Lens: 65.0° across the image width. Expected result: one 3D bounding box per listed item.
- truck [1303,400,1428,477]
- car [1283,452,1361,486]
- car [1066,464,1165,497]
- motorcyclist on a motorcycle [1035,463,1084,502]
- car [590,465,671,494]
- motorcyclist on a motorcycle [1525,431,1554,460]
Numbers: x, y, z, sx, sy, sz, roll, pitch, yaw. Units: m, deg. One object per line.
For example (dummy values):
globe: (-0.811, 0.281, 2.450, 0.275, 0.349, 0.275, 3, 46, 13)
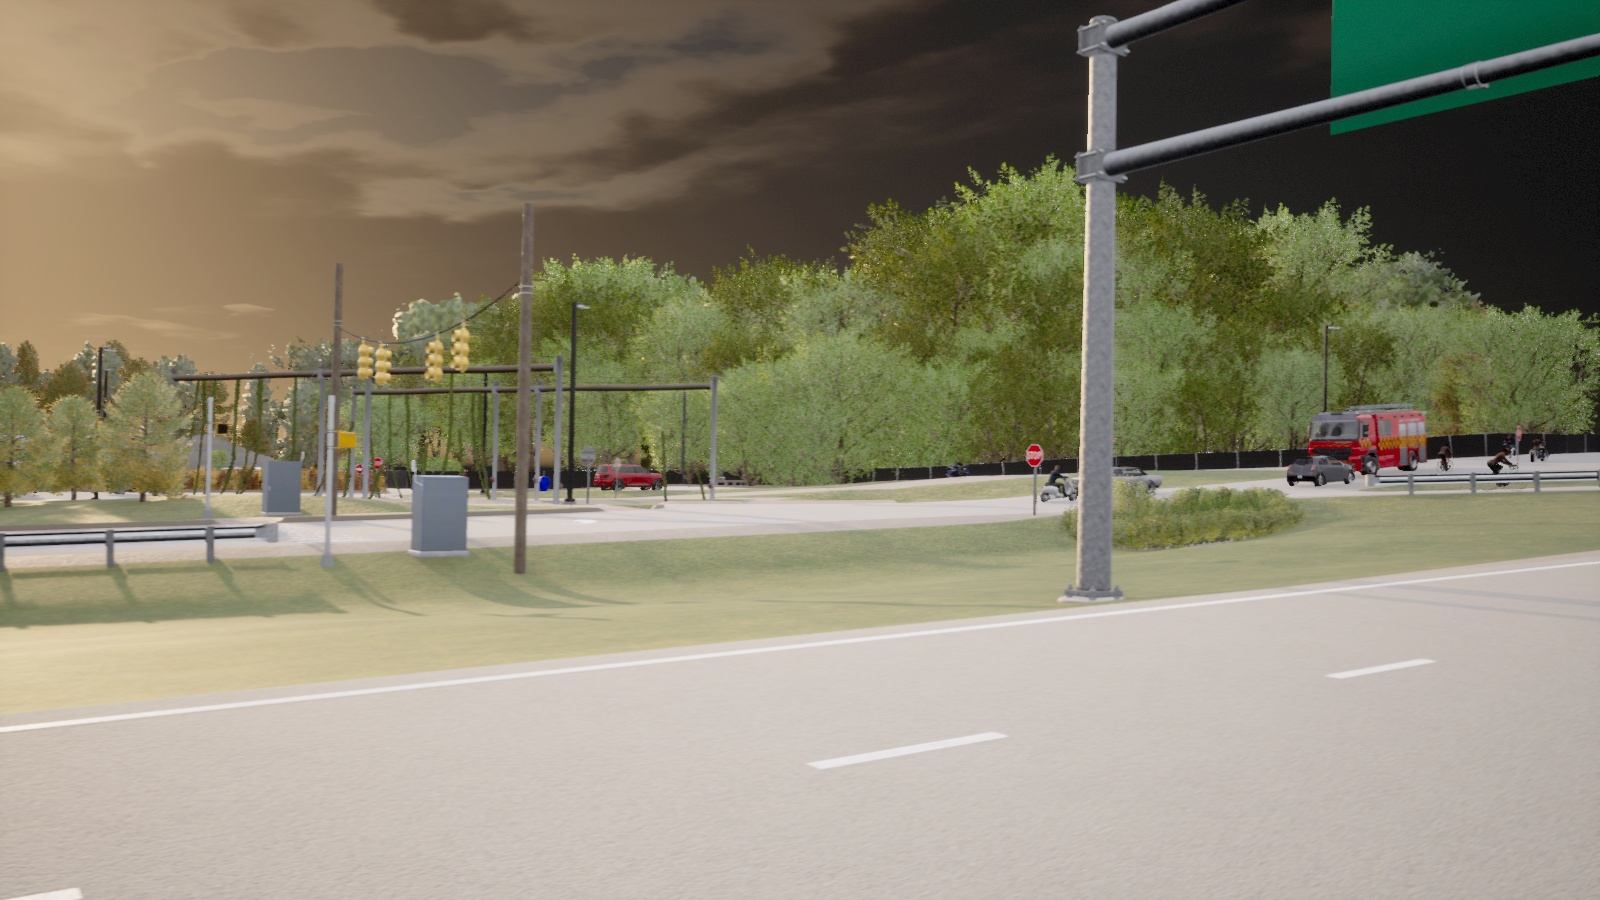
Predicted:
truck: (31.734, -0.697, 70.268, 8.468, 3.827, 2.891, -4, 2, -40)
car: (25.895, 0.918, 62.247, 3.633, 1.501, 1.845, -3, 1, -34)
car: (14.743, 1.403, 58.645, 4.718, 1.301, 1.895, -2, 1, -36)
motorcyclist on a motorcycle: (11.016, 1.383, 53.370, 1.817, 1.590, 0.866, -1, -1, -16)
car: (-12.575, 2.144, 93.331, 5.566, 2.045, 2.150, 0, 0, -36)
motorcyclist on a motorcycle: (44.650, -0.258, 75.844, 2.350, 1.649, 0.766, -3, 1, -41)
